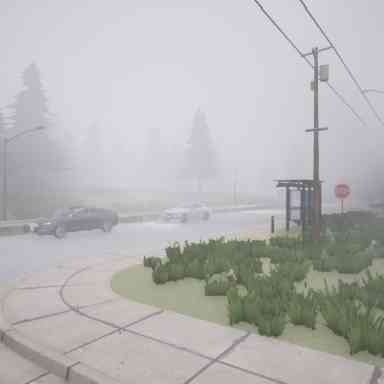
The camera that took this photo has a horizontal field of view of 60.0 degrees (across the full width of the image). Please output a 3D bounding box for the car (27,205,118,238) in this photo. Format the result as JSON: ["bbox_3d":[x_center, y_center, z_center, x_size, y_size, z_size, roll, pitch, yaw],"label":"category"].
[{"bbox_3d":[-6.165,1.492,17.772,2.128,1.511,4.902,0,0,36],"label":"car"}]

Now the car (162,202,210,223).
[{"bbox_3d":[-0.319,1.526,25.845,1.812,1.442,4.674,0,0,36],"label":"car"}]

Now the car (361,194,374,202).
[{"bbox_3d":[40.420,1.355,76.466,2.097,1.767,4.553,0,0,36],"label":"car"}]
